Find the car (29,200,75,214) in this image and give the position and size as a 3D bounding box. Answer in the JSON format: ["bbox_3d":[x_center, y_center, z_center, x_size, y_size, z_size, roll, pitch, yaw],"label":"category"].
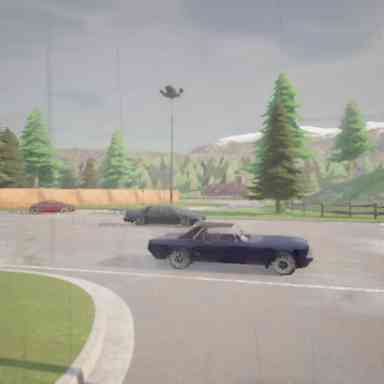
[{"bbox_3d":[-13.996,1.509,33.426,4.181,1.385,1.994,0,0,-13],"label":"car"}]

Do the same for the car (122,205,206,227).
[{"bbox_3d":[-1.775,1.535,21.672,5.357,1.411,2.033,0,0,14],"label":"car"}]

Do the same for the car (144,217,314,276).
[{"bbox_3d":[1.173,1.601,10.092,4.718,1.301,1.895,0,0,14],"label":"car"}]
